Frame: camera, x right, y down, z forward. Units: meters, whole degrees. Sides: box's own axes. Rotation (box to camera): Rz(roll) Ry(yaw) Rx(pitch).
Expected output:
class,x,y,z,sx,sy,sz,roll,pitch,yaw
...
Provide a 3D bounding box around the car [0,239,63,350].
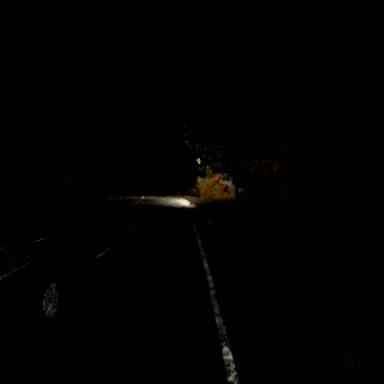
class,x,y,z,sx,sy,sz,roll,pitch,yaw
car,-3.273,1.453,4.277,2.128,1.511,4.902,0,0,-1
